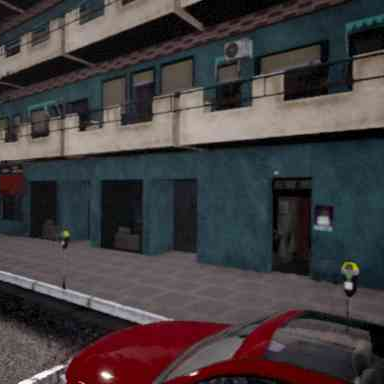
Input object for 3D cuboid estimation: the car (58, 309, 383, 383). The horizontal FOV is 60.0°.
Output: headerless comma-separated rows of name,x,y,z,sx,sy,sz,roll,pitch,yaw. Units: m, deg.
car,0.735,1.583,2.340,4.206,1.307,1.802,0,1,36
